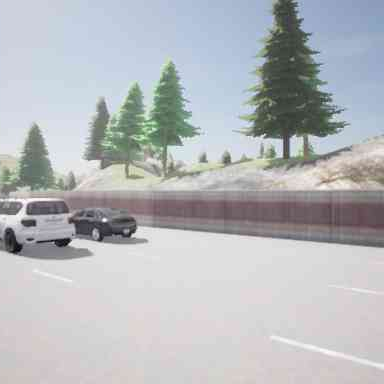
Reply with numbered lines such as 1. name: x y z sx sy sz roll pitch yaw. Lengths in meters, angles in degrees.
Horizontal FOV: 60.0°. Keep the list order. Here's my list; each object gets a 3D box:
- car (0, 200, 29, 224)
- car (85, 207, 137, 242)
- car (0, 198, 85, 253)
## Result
1. car: -14.474 1.482 25.741 1.882 1.535 5.008 0 0 -44
2. car: -4.769 1.514 16.516 4.892 1.490 1.837 0 0 41
3. car: -7.071 1.255 13.880 5.566 2.045 2.150 0 0 41
